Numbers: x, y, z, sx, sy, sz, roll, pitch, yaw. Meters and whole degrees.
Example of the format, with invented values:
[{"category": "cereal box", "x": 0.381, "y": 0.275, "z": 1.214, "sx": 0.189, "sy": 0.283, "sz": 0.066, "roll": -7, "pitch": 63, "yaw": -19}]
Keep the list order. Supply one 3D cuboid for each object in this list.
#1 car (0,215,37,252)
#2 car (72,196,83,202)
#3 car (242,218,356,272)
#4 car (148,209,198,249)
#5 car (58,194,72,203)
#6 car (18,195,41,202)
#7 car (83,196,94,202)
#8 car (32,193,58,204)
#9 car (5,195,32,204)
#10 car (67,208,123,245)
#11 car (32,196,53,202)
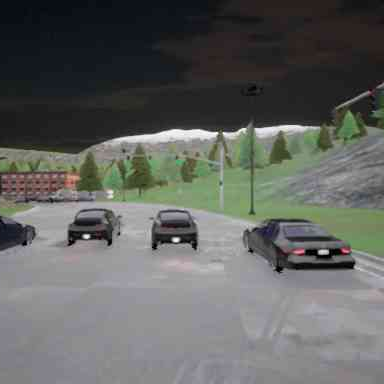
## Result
[{"category": "car", "x": -7.583, "y": 1.565, "z": 12.250, "sx": 2.033, "sy": 1.411, "sz": 5.357, "roll": 0, "pitch": 0, "yaw": -5}, {"category": "car", "x": -26.874, "y": 1.629, "z": 73.849, "sx": 4.181, "sy": 1.385, "sz": 1.994, "roll": 0, "pitch": 0, "yaw": 34}, {"category": "car", "x": 3.069, "y": 1.547, "z": 10.762, "sx": 2.033, "sy": 1.411, "sz": 5.357, "roll": 0, "pitch": 0, "yaw": -4}, {"category": "car", "x": -0.839, "y": 1.512, "z": 14.658, "sx": 1.837, "sy": 1.490, "sz": 4.892, "roll": 0, "pitch": 0, "yaw": -6}, {"category": "car", "x": -28.208, "y": 1.602, "z": 70.514, "sx": 4.674, "sy": 1.442, "sz": 1.812, "roll": 0, "pitch": 0, "yaw": 34}, {"category": "car", "x": -36.884, "y": 1.530, "z": 75.564, "sx": 4.892, "sy": 1.490, "sz": 1.837, "roll": 0, "pitch": 0, "yaw": 23}, {"category": "car", "x": -24.874, "y": 1.614, "z": 76.724, "sx": 5.357, "sy": 1.411, "sz": 2.033, "roll": 0, "pitch": 0, "yaw": 34}, {"category": "car", "x": -29.806, "y": 1.578, "z": 67.339, "sx": 4.892, "sy": 1.490, "sz": 1.837, "roll": 0, "pitch": 0, "yaw": 37}, {"category": "car", "x": -34.387, "y": 1.586, "z": 66.277, "sx": 4.892, "sy": 1.490, "sz": 1.837, "roll": 0, "pitch": 0, "yaw": 30}, {"category": "car", "x": -4.459, "y": 1.519, "z": 15.653, "sx": 1.837, "sy": 1.490, "sz": 4.892, "roll": 0, "pitch": 0, "yaw": -6}, {"category": "car", "x": -35.436, "y": 1.615, "z": 78.750, "sx": 4.718, "sy": 1.301, "sz": 1.895, "roll": 0, "pitch": 0, "yaw": 23}]
